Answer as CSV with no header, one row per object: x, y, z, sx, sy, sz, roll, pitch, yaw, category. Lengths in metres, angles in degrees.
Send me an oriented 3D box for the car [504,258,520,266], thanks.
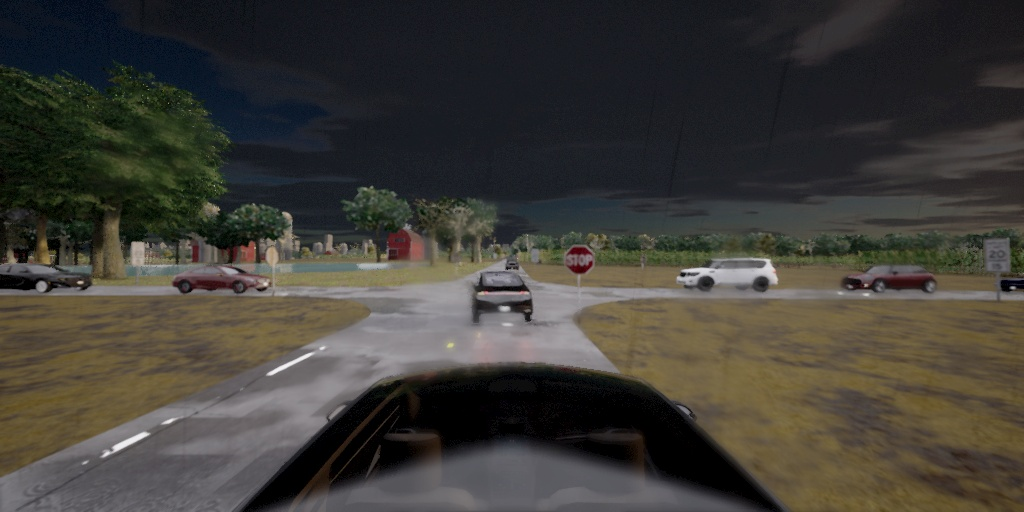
0.024,1.382,50.075,1.837,1.490,4.892,0,0,0,car

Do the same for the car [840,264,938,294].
23.303,1.356,22.333,4.553,1.767,2.097,0,-1,0,car

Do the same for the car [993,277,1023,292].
33.385,1.692,22.341,4.718,1.301,1.895,1,-1,0,car

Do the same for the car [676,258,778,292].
13.307,1.152,22.342,5.566,2.045,2.150,0,-1,1,car

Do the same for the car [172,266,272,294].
-15.518,1.238,19.276,4.674,1.442,1.812,0,-1,1,car

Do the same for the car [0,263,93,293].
-25.729,1.157,19.285,5.008,1.535,1.882,0,-1,-1,car

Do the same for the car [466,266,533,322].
-0.523,1.278,12.526,2.128,1.511,4.902,0,0,-8,car
